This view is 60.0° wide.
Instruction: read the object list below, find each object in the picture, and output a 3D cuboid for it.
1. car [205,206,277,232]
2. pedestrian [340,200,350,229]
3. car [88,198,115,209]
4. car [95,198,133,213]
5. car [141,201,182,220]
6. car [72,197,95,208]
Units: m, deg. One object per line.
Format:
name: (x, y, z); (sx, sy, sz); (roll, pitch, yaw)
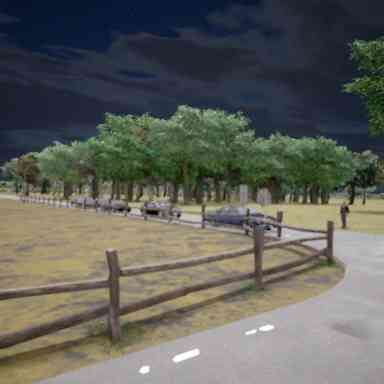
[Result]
car: (2.956, 1.559, 20.635); (2.033, 1.411, 5.357); (2, -1, -34)
pedestrian: (9.785, 1.429, 21.401); (0.375, 1.860, 0.375); (2, -1, -35)
car: (-13.311, 1.619, 48.569); (2.033, 1.411, 5.357); (2, -1, -35)
car: (-8.459, 1.551, 36.749); (2.033, 1.411, 5.357); (2, -1, -35)
car: (-2.687, 1.499, 28.628); (2.128, 1.511, 4.902); (2, -1, -35)
car: (-14.259, 1.504, 44.973); (1.837, 1.490, 4.892); (2, -1, -35)
